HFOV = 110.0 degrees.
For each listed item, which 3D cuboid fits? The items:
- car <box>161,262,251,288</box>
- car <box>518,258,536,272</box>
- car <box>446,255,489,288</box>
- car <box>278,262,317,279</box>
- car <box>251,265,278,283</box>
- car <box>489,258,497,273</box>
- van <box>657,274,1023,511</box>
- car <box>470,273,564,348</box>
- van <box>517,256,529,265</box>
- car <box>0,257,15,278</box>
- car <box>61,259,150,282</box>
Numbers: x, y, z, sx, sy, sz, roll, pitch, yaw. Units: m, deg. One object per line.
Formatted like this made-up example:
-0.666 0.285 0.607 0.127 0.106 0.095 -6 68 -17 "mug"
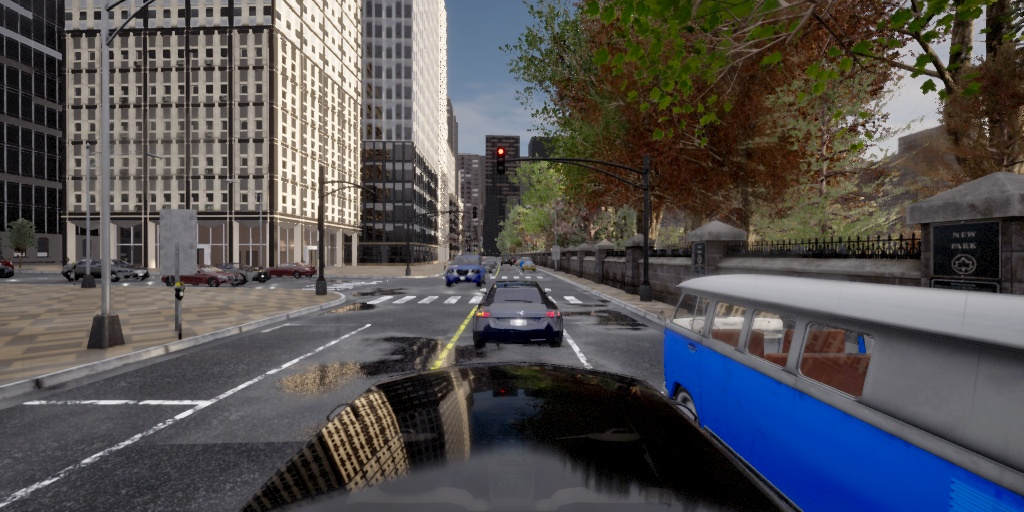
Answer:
-18.151 1.149 21.026 4.207 1.307 1.802 0 0 4 "car"
2.131 1.260 46.392 1.751 1.417 4.829 0 0 -1 "car"
-2.926 0.941 23.798 2.150 2.045 5.566 0 0 0 "car"
-18.085 1.127 29.139 4.207 1.307 1.802 0 0 4 "car"
-18.277 1.123 23.574 4.181 1.385 1.994 1 0 4 "car"
-3.170 1.229 40.416 2.128 1.511 4.902 0 0 -1 "car"
2.568 1.091 2.673 1.690 1.789 3.998 0 0 0 "van"
0.101 1.313 9.254 1.994 1.385 4.181 0 0 -1 "car"
2.008 1.071 51.765 1.690 1.789 3.998 0 0 -1 "van"
-37.267 0.908 24.676 4.181 1.385 1.994 1 0 2 "car"
-27.259 0.949 24.138 4.902 1.511 2.128 1 0 3 "car"
